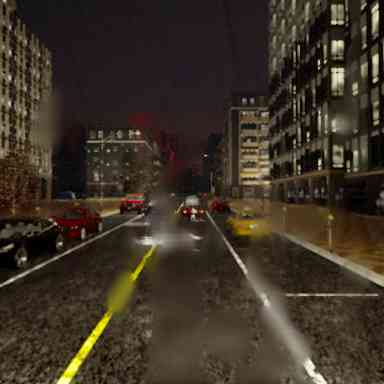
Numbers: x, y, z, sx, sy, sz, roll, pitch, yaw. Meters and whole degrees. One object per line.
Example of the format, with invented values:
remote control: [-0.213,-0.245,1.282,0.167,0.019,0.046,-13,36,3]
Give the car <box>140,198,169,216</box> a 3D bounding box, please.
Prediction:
car: [-3.105,1.446,29.807,1.895,1.301,4.718,0,0,0]

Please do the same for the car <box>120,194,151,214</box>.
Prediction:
car: [-5.680,1.145,32.678,2.192,1.841,5.009,1,0,0]

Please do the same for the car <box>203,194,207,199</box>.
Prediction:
car: [2.694,1.340,43.592,1.947,1.339,4.313,1,0,0]

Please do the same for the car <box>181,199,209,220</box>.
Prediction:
car: [0.094,1.463,26.469,1.895,1.301,4.718,0,0,0]

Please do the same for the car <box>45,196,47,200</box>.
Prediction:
car: [-31.911,1.175,77.097,4.206,1.307,1.802,0,-1,0]

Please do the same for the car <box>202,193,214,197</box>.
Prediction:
car: [2.692,1.313,49.031,1.947,1.339,4.313,1,0,0]

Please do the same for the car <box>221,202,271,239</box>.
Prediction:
car: [2.700,1.439,16.563,1.752,1.417,4.829,1,0,0]

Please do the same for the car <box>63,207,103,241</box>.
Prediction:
car: [-5.681,1.459,16.342,1.887,1.381,4.507,1,0,0]

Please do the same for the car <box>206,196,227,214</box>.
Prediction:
car: [2.696,1.375,32.712,1.887,1.381,4.507,1,0,0]

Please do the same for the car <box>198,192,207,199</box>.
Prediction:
car: [2.817,0.844,92.539,2.192,1.841,5.009,1,0,0]

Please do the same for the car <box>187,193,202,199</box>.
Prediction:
car: [0.089,1.297,44.049,1.812,1.442,4.674,0,0,0]

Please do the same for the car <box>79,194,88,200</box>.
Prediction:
car: [-26.280,1.175,77.111,4.313,1.339,1.947,0,-1,0]

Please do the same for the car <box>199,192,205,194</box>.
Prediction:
car: [2.769,1.035,54.465,2.192,1.841,5.009,1,0,0]

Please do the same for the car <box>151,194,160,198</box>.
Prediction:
car: [-5.687,1.319,43.571,1.887,1.381,4.507,1,0,0]

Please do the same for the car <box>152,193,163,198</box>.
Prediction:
car: [-5.758,1.035,54.457,2.192,1.841,5.009,1,0,0]

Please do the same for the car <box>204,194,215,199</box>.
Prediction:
car: [2.696,1.327,38.322,1.752,1.417,4.829,1,0,0]

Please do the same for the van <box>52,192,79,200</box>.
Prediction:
van: [-26.260,0.837,68.734,3.998,1.788,1.690,0,-1,0]

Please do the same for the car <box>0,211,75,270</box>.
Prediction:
car: [-5.680,1.509,10.897,1.947,1.339,4.313,1,0,0]
